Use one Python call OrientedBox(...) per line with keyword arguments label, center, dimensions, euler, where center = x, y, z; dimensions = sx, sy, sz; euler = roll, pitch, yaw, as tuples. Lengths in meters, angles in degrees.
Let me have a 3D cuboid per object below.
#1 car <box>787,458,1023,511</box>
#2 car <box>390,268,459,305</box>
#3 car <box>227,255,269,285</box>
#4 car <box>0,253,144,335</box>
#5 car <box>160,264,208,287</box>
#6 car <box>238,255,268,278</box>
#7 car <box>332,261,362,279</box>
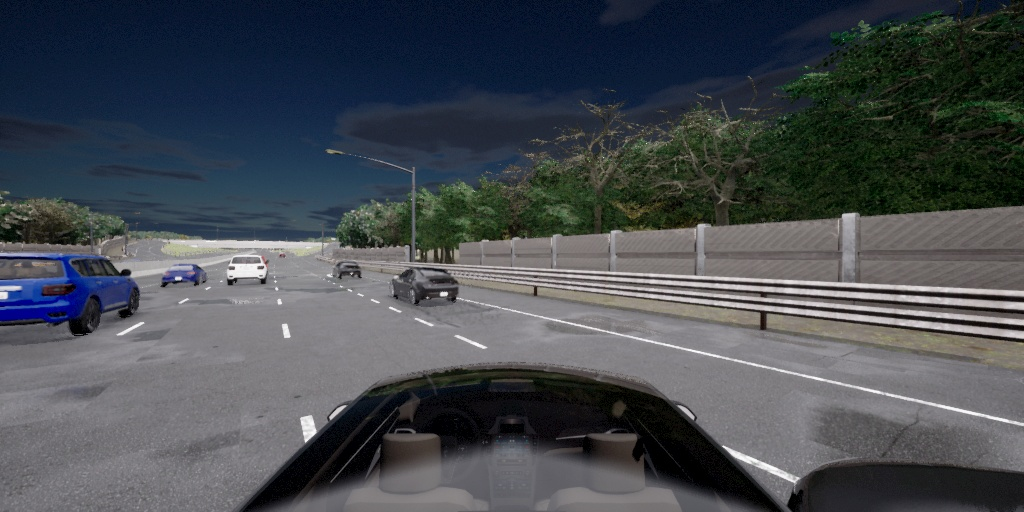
OrientedBox(label="car", center=(2.985, 1.315, 0.538), dimensions=(4.181, 1.385, 1.994), euler=(0, 0, 34))
OrientedBox(label="car", center=(-4.052, 1.252, 16.184), dimensions=(1.837, 1.490, 4.892), euler=(0, 0, -34))
OrientedBox(label="car", center=(-19.214, 0.957, 26.144), dimensions=(2.150, 2.045, 5.566), euler=(0, 0, -34))
OrientedBox(label="car", center=(-12.452, 0.964, 9.856), dimensions=(2.150, 2.045, 5.566), euler=(0, -1, -34))
OrientedBox(label="car", center=(-22.373, 1.260, 24.568), dimensions=(1.812, 1.442, 4.674), euler=(0, 0, -34))
OrientedBox(label="car", center=(-25.221, 0.946, 35.102), dimensions=(2.150, 2.045, 5.566), euler=(0, 0, -34))
OrientedBox(label="car", center=(-14.862, 1.237, 32.215), dimensions=(1.837, 1.490, 4.892), euler=(0, 0, -34))
